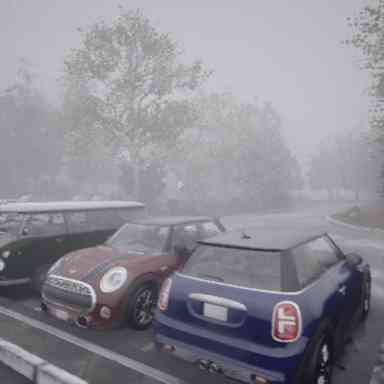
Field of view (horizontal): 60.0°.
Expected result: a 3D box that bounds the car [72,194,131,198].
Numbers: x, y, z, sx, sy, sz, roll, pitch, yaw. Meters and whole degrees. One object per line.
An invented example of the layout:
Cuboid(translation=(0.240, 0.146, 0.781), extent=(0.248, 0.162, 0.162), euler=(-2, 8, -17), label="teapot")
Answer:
Cuboid(translation=(-7.226, 1.205, 27.665), extent=(2.435, 2.045, 5.566), euler=(0, 0, 35), label="car")

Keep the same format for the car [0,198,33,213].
Cuboid(translation=(-20.745, 1.495, 37.272), extent=(2.163, 1.488, 4.792), euler=(0, 0, 35), label="car")

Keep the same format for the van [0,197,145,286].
Cuboid(translation=(-3.132, 1.243, 8.600), extent=(1.878, 1.987, 4.442), euler=(0, 0, 35), label="van")

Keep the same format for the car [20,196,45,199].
Cuboid(translation=(-13.921, 1.453, 32.452), extent=(2.097, 1.535, 5.008), euler=(0, 0, 35), label="car")

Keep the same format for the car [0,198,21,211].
Cuboid(translation=(-23.002, 1.472, 38.905), extent=(2.097, 1.535, 5.008), euler=(0, 0, 35), label="car")

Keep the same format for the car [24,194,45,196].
Cuboid(translation=(-16.206, 1.204, 34.048), extent=(2.435, 2.045, 5.566), euler=(0, 0, 35), label="car")

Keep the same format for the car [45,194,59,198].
Cuboid(translation=(-9.396, 1.202, 29.206), extent=(2.435, 2.045, 5.566), euler=(0, 0, 35), label="car")

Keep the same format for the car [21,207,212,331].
Cuboid(translation=(-0.762, 1.346, 7.097), extent=(2.185, 1.767, 4.553), euler=(0, 0, 35), label="car")

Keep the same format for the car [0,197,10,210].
Cuboid(translation=(-25.377, 1.475, 40.373), extent=(1.946, 1.575, 5.366), euler=(0, 0, 35), label="car")

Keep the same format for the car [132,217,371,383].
Cuboid(translation=(1.487, 1.349, 5.422), extent=(2.185, 1.767, 4.553), euler=(0, 0, 35), label="car")

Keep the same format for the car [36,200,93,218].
Cuboid(translation=(-11.751, 1.492, 30.912), extent=(2.002, 1.452, 4.674), euler=(0, 0, 35), label="car")
